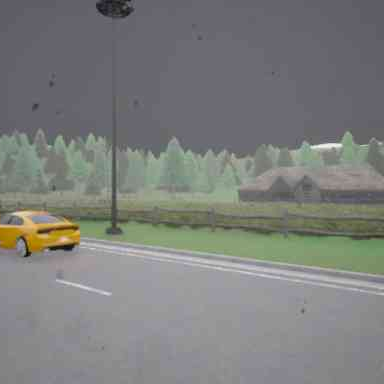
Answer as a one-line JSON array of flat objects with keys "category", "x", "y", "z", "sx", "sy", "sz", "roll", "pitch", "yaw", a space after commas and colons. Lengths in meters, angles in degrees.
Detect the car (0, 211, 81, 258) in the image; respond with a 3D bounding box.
[{"category": "car", "x": -6.406, "y": 1.473, "z": 12.862, "sx": 5.008, "sy": 1.535, "sz": 1.882, "roll": 0, "pitch": 0, "yaw": 36}]
